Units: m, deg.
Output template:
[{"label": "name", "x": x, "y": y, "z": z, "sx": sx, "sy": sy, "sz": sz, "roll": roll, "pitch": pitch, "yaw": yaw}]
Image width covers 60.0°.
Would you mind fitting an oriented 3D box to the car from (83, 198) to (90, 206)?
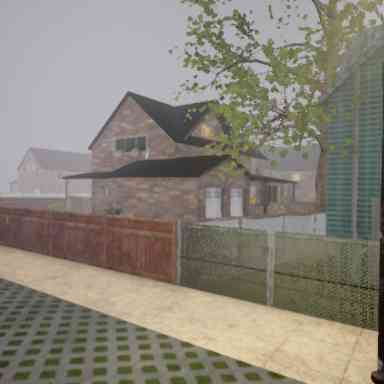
[{"label": "car", "x": -11.706, "y": 1.193, "z": 40.656, "sx": 1.994, "sy": 1.385, "sz": 4.181, "roll": 1, "pitch": 0, "yaw": 36}]
